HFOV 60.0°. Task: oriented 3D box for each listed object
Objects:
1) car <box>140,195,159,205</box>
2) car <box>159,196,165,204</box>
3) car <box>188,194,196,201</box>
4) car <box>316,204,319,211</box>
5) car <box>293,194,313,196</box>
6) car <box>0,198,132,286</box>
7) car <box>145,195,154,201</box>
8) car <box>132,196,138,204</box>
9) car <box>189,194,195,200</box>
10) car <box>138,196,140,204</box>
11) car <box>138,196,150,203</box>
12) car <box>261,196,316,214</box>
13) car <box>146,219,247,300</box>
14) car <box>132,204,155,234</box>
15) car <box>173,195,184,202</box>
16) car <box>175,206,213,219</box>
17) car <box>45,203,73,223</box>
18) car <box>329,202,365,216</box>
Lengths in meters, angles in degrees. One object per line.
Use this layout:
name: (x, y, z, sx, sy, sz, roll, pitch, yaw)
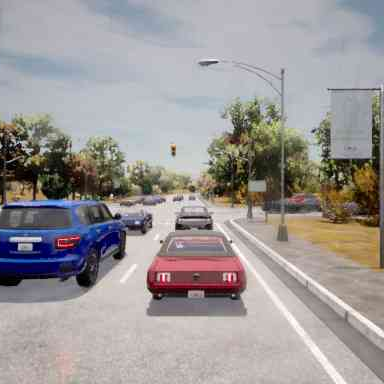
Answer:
car: (-7.074, 1.526, 56.137, 1.812, 1.442, 4.674, 0, 0, 0)
car: (-7.023, 1.477, 65.467, 1.882, 1.535, 5.008, 0, 0, 1)
car: (0.011, 1.533, 85.090, 2.033, 1.411, 5.357, 0, 0, 0)
car: (13.401, 1.505, 37.865, 4.892, 1.490, 1.837, 0, 0, 3)
car: (13.448, 1.221, 41.382, 5.566, 2.045, 2.150, 0, 0, 4)
car: (-3.403, 1.221, 9.507, 2.150, 2.045, 5.566, 0, 0, 0)
car: (-10.489, 1.523, 82.558, 1.812, 1.442, 4.674, 0, 0, 0)
car: (-10.580, 1.601, 54.771, 1.895, 1.301, 4.718, 0, 0, 0)
car: (0.013, 1.360, 95.509, 1.882, 1.535, 5.008, 0, 0, 0)
car: (-10.538, 1.525, 63.806, 1.812, 1.442, 4.674, 0, 0, 1)
car: (-10.490, 1.552, 72.530, 1.994, 1.385, 4.181, 0, 0, 0)
car: (9.738, 1.477, 34.376, 5.008, 1.535, 1.882, 0, 0, 3)
car: (0.104, 1.601, 8.353, 1.895, 1.301, 4.718, 0, 0, 0)
car: (-3.398, 1.601, 19.261, 1.895, 1.301, 4.718, 0, 0, 0)
car: (-3.489, 1.525, 79.943, 2.128, 1.511, 4.902, 0, 0, 0)
car: (0.103, 1.491, 17.623, 2.128, 1.511, 4.902, 0, 0, 0)
car: (-10.788, 1.601, 26.866, 1.895, 1.301, 4.718, 0, 0, -24)
car: (15.932, 1.547, 30.518, 5.357, 1.411, 2.033, 0, 0, 3)
